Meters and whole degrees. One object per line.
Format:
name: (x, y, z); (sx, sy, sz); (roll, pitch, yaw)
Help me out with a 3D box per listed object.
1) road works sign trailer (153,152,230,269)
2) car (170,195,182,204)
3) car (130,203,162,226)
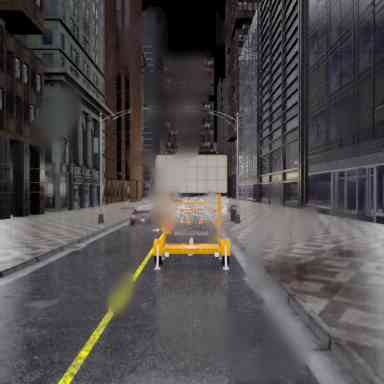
road works sign trailer: (-0.007, 0.464, 11.069); (2.380, 3.560, 2.880); (0, 0, 0)
car: (-3.071, 1.353, 63.630); (2.097, 1.767, 4.553); (0, 0, 0)
car: (-3.124, 1.525, 23.406); (1.812, 1.442, 4.674); (0, 0, 0)
